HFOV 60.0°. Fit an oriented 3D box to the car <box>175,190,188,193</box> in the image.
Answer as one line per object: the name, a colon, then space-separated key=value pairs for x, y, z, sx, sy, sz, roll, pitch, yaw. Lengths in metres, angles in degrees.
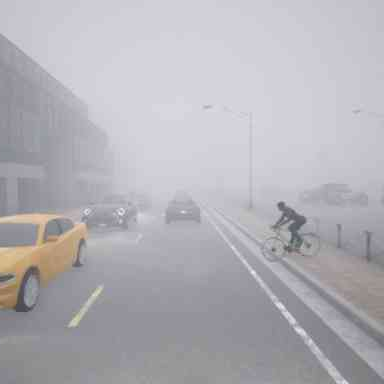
car: x=-1.252 y=0.404 z=39.876 sx=2.033 sy=1.411 sz=5.357 roll=0 pitch=2 yaw=-2

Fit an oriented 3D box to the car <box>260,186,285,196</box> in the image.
car: x=12.193 y=-0.116 z=50.444 sx=3.633 sy=1.501 sz=1.845 roll=0 pitch=2 yaw=-2

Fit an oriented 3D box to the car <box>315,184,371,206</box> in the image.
car: x=13.213 y=0.197 z=28.978 sx=3.866 sy=1.878 sz=1.905 roll=0 pitch=2 yaw=-2

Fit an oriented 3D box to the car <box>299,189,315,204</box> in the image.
car: x=12.700 y=0.137 z=31.867 sx=4.605 sy=1.855 sz=1.932 roll=0 pitch=2 yaw=-2

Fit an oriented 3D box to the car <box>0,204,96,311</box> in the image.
car: x=-3.814 y=1.275 z=7.443 sx=1.882 sy=1.535 sz=5.008 roll=0 pitch=2 yaw=-2

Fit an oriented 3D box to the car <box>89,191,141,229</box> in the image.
car: x=-4.161 y=0.864 z=17.447 sx=2.097 sy=1.767 sz=4.553 roll=0 pitch=2 yaw=-2

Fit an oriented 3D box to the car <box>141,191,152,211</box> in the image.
car: x=-4.508 y=0.699 z=28.171 sx=2.128 sy=1.511 sz=4.902 roll=0 pitch=2 yaw=-2

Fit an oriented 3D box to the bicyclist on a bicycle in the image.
bicyclist on a bicycle: x=2.658 y=1.057 z=9.081 sx=1.656 sy=1.620 sz=0.582 roll=-6 pitch=2 yaw=-2

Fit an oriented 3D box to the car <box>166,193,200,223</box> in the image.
car: x=-0.545 y=0.988 z=19.949 sx=1.994 sy=1.385 sz=4.181 roll=0 pitch=2 yaw=-2

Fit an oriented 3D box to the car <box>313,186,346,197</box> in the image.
car: x=19.713 y=-0.061 z=47.724 sx=3.806 sy=1.475 sz=1.970 roll=0 pitch=2 yaw=-2
